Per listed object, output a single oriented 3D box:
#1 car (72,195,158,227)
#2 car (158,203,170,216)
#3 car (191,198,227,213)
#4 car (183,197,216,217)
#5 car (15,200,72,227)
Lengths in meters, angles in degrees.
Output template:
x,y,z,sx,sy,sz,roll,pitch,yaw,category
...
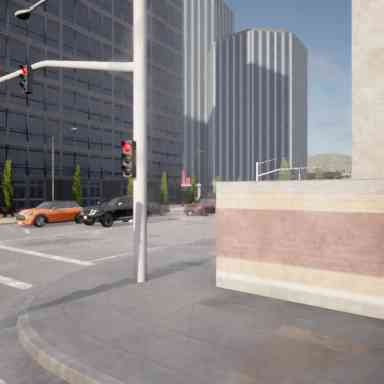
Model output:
x,y,z,sx,sy,sz,roll,pitch,yaw,category
-5.236,1.277,23.585,2.150,2.045,5.566,0,0,36,car
-4.265,1.603,30.933,2.033,1.411,5.357,0,0,36,car
2.108,1.561,39.781,1.837,1.490,4.892,0,0,36,car
1.138,1.407,32.449,2.097,1.767,4.553,0,0,36,car
-9.792,1.407,23.239,2.097,1.767,4.553,0,0,36,car
